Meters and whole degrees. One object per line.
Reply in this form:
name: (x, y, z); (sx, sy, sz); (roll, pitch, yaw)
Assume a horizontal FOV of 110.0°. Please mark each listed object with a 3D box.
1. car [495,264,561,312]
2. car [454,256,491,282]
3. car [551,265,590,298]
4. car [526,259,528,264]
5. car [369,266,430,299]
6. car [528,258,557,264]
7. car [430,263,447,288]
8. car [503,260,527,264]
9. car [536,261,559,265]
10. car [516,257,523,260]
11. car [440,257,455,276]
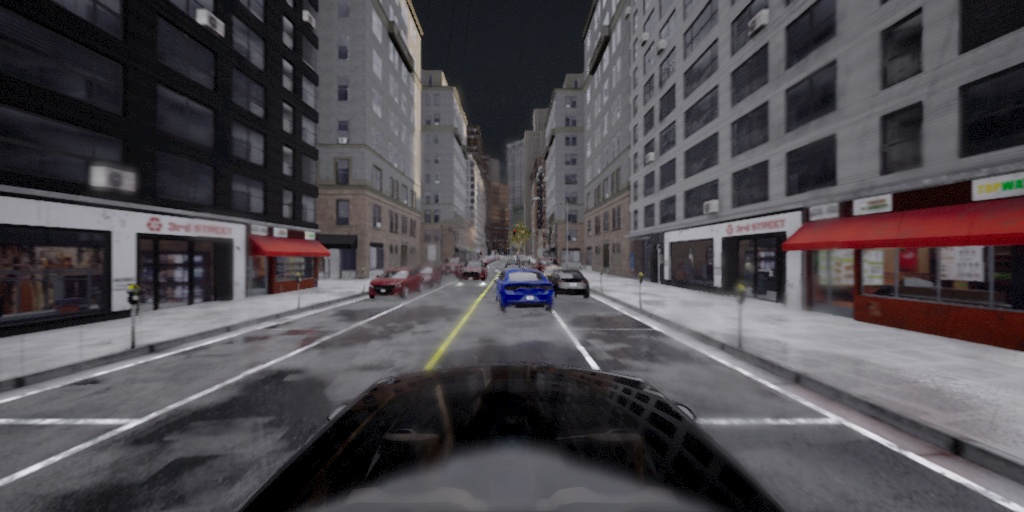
car: (0.389, 1.239, 14.350); (1.882, 1.535, 5.008); (0, 0, -5)
car: (-3.092, 1.108, 29.157); (2.097, 1.767, 4.553); (0, 0, 0)
car: (2.762, 1.329, 18.266); (1.948, 1.339, 4.313); (0, 0, 0)
car: (2.763, 1.262, 40.648); (1.751, 1.417, 4.829); (0, 0, 0)
car: (-5.763, 1.308, 18.273); (1.888, 1.381, 4.507); (0, 0, 0)
car: (2.763, 1.071, 29.373); (2.192, 1.841, 5.009); (0, 0, 0)
car: (-5.762, 1.343, 23.825); (1.802, 1.307, 4.207); (0, 0, 0)
car: (0.092, 1.315, 32.784); (1.994, 1.385, 4.181); (0, 0, 1)
car: (2.763, 1.286, 23.988); (1.751, 1.417, 4.829); (0, 0, 0)
car: (0.048, 1.235, 42.898); (1.837, 1.490, 4.892); (0, 0, 0)
car: (-5.762, 1.063, 34.931); (2.192, 1.841, 5.009); (0, 0, 0)
